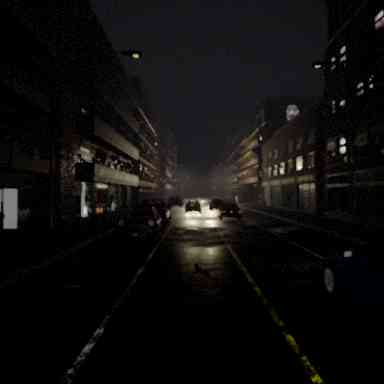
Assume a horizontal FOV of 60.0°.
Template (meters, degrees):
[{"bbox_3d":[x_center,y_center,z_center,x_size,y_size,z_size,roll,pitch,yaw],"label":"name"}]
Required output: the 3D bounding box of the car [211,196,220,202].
[{"bbox_3d":[6.006,1.735,85.001,2.008,1.369,4.403,0,0,0],"label":"car"}]

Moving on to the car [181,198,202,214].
[{"bbox_3d":[0.132,1.621,37.398,2.033,1.411,5.357,0,0,0],"label":"car"}]

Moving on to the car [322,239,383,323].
[{"bbox_3d":[3.912,1.507,5.688,1.882,1.535,5.008,0,0,0],"label":"car"}]

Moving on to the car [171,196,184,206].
[{"bbox_3d":[-2.482,1.538,56.856,1.967,1.590,4.097,0,0,0],"label":"car"}]

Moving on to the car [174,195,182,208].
[{"bbox_3d":[-2.502,1.403,51.221,2.192,1.841,5.009,0,0,0],"label":"car"}]

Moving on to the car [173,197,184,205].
[{"bbox_3d":[-2.461,1.653,62.493,1.887,1.381,4.507,0,0,0],"label":"car"}]

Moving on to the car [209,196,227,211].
[{"bbox_3d":[3.172,1.622,42.335,1.812,1.442,4.674,0,0,1],"label":"car"}]

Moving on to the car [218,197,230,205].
[{"bbox_3d":[5.919,1.690,62.457,1.887,1.381,4.507,0,0,0],"label":"car"}]

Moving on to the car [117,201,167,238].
[{"bbox_3d":[-2.632,1.464,17.403,1.967,1.590,4.097,0,0,0],"label":"car"}]

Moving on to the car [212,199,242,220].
[{"bbox_3d":[3.136,1.618,28.740,2.033,1.411,5.357,0,0,1],"label":"car"}]

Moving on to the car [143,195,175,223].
[{"bbox_3d":[-2.609,1.350,23.039,2.192,1.841,5.009,0,0,0],"label":"car"}]
